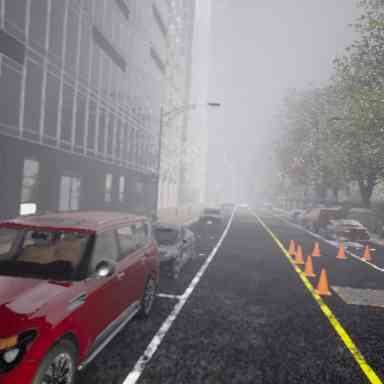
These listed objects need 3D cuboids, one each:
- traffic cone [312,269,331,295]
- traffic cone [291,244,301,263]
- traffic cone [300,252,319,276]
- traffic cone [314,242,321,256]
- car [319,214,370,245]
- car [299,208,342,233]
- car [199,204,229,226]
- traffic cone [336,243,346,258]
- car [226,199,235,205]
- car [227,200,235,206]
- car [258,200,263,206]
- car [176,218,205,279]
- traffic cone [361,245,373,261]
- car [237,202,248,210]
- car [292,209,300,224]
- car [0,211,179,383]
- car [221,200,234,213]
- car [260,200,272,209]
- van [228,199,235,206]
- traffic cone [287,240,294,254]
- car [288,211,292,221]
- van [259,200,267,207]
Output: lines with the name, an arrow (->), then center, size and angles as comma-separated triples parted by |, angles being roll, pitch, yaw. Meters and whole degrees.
traffic cone -> 3.287, 2.227, 8.335 | 0.340, 0.580, 0.340 | 3, -1, 10
traffic cone -> 3.956, 2.306, 12.278 | 0.340, 0.580, 0.340 | 3, -1, 10
traffic cone -> 3.622, 2.267, 10.307 | 0.340, 0.580, 0.340 | 3, -1, 10
traffic cone -> 5.275, 2.396, 14.081 | 0.340, 0.580, 0.340 | 3, -1, 10
car -> 9.214, 2.293, 19.884 | 1.802, 1.307, 4.206 | 3, 0, 8
car -> 10.043, 2.122, 25.392 | 2.192, 1.841, 5.009 | 3, 0, 8
car -> 1.637, 1.929, 26.853 | 1.947, 1.339, 4.313 | 3, 0, 8
traffic cone -> 6.260, 2.448, 13.913 | 0.340, 0.580, 0.340 | 3, -1, 10
car -> 7.944, 2.399, 70.889 | 2.192, 1.841, 5.009 | 3, 0, 8
car -> 10.290, 2.898, 87.399 | 2.008, 1.369, 4.403 | 3, 0, 8
car -> 18.686, 3.231, 85.927 | 1.967, 1.590, 4.097 | 3, 0, 8
car -> -0.973, 1.626, 10.313 | 1.947, 1.339, 4.313 | 3, -1, 10
traffic cone -> 7.244, 2.499, 13.744 | 0.340, 0.580, 0.340 | 3, -1, 10
car -> 9.858, 2.659, 64.387 | 1.812, 1.442, 4.674 | 3, 0, 8
car -> 10.814, 2.480, 30.894 | 1.802, 1.307, 4.206 | 3, 0, 8
car -> -1.889, 1.267, 4.834 | 2.192, 1.841, 5.009 | 3, -1, 10
car -> 4.783, 2.307, 48.874 | 1.802, 1.307, 4.206 | 3, 0, 8
car -> 17.106, 3.166, 74.919 | 2.008, 1.369, 4.403 | 3, 0, 8
van -> 11.090, 2.775, 92.905 | 1.690, 1.788, 3.998 | 3, 0, 8
traffic cone -> 4.291, 2.344, 14.249 | 0.340, 0.580, 0.340 | 3, -1, 10
car -> 11.602, 2.539, 36.397 | 2.008, 1.369, 4.403 | 3, 0, 8
van -> 19.479, 3.218, 91.431 | 1.690, 1.788, 3.998 | 3, 0, 8
